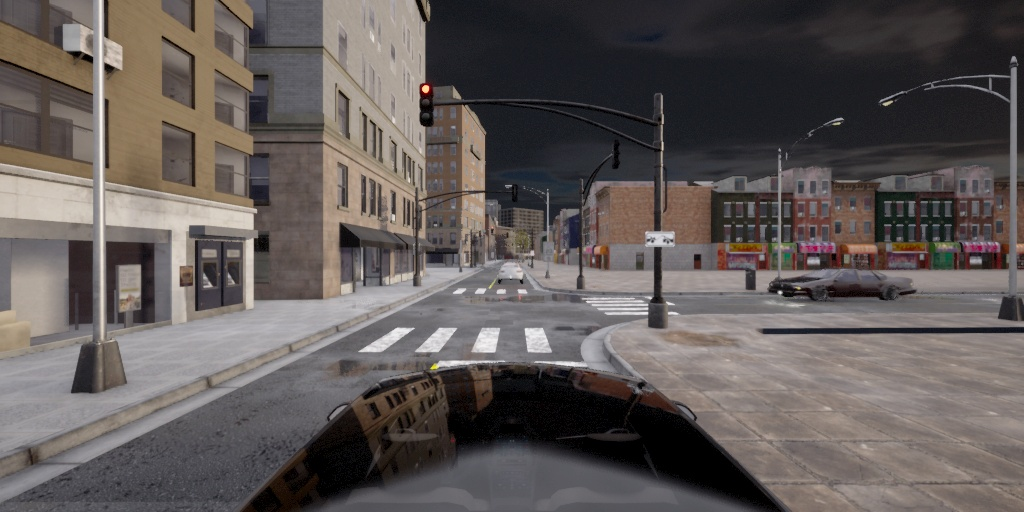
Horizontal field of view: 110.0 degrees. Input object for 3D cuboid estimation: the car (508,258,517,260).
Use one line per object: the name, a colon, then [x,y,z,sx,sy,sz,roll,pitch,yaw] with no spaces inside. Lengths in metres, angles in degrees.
car: [0.084,1.112,48.206,2.097,1.767,4.553,0,0,0]

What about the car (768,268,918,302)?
car: [14.609,1.234,15.981,5.357,1.411,2.033,0,0,0]

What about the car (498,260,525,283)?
car: [-0.049,1.278,28.188,1.812,1.442,4.674,0,0,1]
